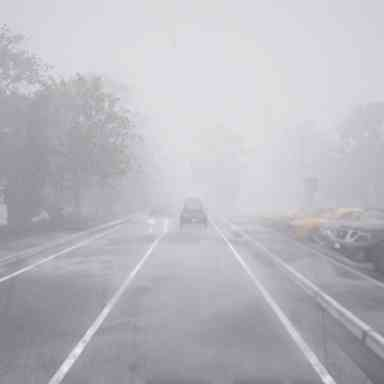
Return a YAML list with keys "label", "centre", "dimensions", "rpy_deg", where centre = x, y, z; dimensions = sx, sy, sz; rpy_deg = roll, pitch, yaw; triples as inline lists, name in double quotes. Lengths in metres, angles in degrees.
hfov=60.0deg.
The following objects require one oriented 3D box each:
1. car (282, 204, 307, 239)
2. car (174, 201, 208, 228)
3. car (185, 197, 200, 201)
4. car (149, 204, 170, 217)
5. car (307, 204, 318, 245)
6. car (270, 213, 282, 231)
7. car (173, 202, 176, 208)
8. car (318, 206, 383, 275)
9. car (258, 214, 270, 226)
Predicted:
- label: "car"
  centre: [7.092, 1.503, 15.387]
  dimensions: [5.008, 1.535, 2.097]
  rpy_deg: [0, 0, 0]
- label: "car"
  centre: [0.106, 1.609, 23.320]
  dimensions: [2.128, 1.511, 4.902]
  rpy_deg: [0, -1, 0]
- label: "car"
  centre: [0.112, 1.673, 40.044]
  dimensions: [2.150, 2.045, 5.566]
  rpy_deg: [0, -1, 0]
- label: "car"
  centre: [-3.338, 1.930, 35.094]
  dimensions: [1.895, 1.301, 4.718]
  rpy_deg: [0, -1, 0]
- label: "car"
  centre: [7.115, 1.369, 12.610]
  dimensions: [4.553, 1.767, 2.185]
  rpy_deg: [0, 0, 0]
- label: "car"
  centre: [7.093, 1.521, 18.159]
  dimensions: [4.892, 1.521, 2.231]
  rpy_deg: [0, 0, 0]
- label: "car"
  centre: [-3.233, 3.031, 75.887]
  dimensions: [1.895, 1.301, 4.718]
  rpy_deg: [0, -2, 0]
- label: "car"
  centre: [7.053, 1.239, 9.839]
  dimensions: [5.566, 2.045, 2.435]
  rpy_deg: [0, 0, 0]
- label: "car"
  centre: [6.904, 1.542, 20.928]
  dimensions: [5.366, 1.575, 1.946]
  rpy_deg: [0, 0, 0]
